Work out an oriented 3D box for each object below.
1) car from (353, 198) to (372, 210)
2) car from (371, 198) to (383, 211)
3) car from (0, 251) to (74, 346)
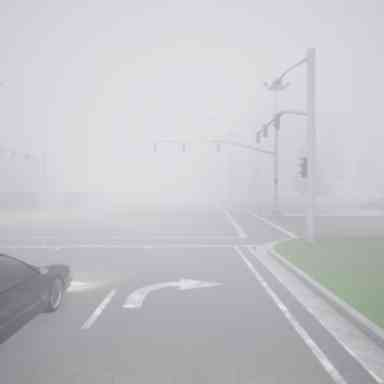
[{"bbox_3d":[22.870,1.428,40.974,5.357,1.411,2.033,0,0,-1],"label":"car"},{"bbox_3d":[23.118,1.455,37.476,4.181,1.385,1.994,0,0,-1],"label":"car"},{"bbox_3d":[-3.412,1.534,4.554,2.033,1.411,5.357,0,0,0],"label":"car"}]
